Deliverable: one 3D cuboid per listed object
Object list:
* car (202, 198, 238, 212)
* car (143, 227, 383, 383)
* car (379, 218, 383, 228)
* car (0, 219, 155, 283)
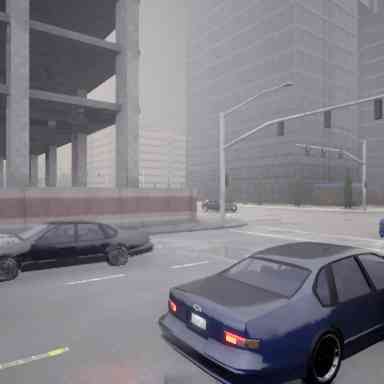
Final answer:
[{"bbox_3d":[3.053,1.505,37.394,1.837,1.490,4.892,0,0,-36],"label":"car"},{"bbox_3d":[2.130,1.547,5.310,5.357,1.411,2.033,0,0,-35],"label":"car"},{"bbox_3d":[11.112,1.477,16.420,5.008,1.535,1.882,0,0,-37],"label":"car"},{"bbox_3d":[-3.787,1.547,9.889,5.357,1.411,2.033,0,0,-35],"label":"car"}]
